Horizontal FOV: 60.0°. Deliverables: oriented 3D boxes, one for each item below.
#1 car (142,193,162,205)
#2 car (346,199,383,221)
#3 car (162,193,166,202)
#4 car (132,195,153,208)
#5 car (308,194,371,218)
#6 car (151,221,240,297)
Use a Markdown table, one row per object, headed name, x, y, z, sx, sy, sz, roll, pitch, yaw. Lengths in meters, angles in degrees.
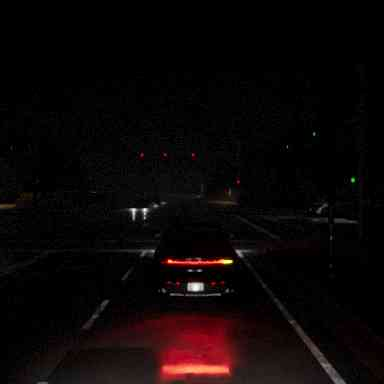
| name | x | y | z | sx | sy | sz | roll | pitch | yaw |
| --- | --- | --- | --- | --- | --- | --- | --- | --- | --- |
| car | -7.153 | 1.216 | 59.972 | 2.150 | 2.045 | 5.566 | 0 | 0 | 0 |
| car | 15.203 | 1.523 | 26.497 | 4.674 | 1.442 | 1.812 | 0 | 0 | -1 |
| car | -7.118 | 1.214 | 75.386 | 2.150 | 2.045 | 5.566 | 0 | 0 | 0 |
| car | -7.158 | 1.520 | 47.188 | 1.812 | 1.442 | 4.674 | 0 | 0 | 0 |
| car | 13.421 | 1.211 | 29.942 | 5.566 | 2.045 | 2.150 | -1 | 0 | -1 |
| car | 0.071 | 1.504 | 8.557 | 1.837 | 1.490 | 4.892 | 0 | 0 | 0 |
